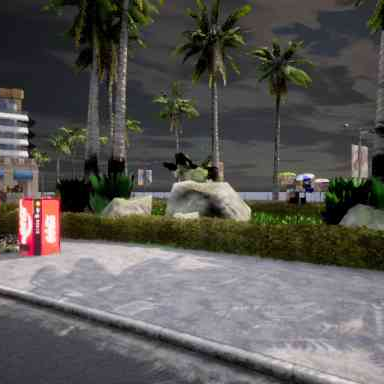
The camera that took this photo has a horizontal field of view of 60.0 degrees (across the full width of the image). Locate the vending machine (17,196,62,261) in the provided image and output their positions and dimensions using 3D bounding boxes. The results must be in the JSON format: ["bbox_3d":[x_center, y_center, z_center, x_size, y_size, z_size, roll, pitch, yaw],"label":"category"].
[{"bbox_3d":[-5.242,1.195,11.447,0.880,2.100,1.100,0,0,28],"label":"vending machine"}]
